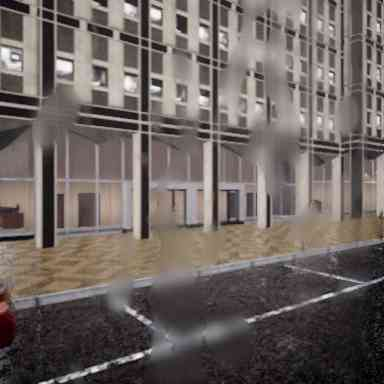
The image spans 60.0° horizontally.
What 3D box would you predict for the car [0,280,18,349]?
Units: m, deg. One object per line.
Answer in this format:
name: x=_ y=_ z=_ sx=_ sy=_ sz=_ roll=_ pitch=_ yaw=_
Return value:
car: x=-4.236 y=1.582 z=3.539 sx=4.206 sy=1.307 sz=1.802 roll=0 pitch=0 yaw=-35
